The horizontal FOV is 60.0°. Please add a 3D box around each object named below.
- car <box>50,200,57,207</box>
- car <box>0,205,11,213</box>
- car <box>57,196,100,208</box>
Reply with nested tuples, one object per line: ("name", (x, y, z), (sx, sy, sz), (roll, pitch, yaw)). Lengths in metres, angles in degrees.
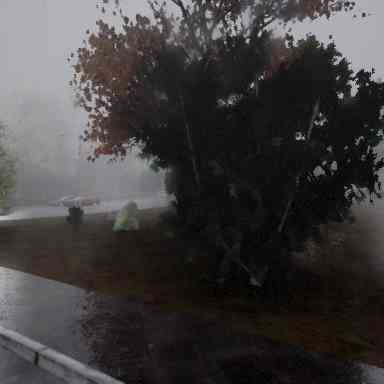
("car", (-17.135, 1.287, 45.972), (1.837, 1.490, 4.892), (0, 2, 39))
("car", (-21.715, 1.646, 34.685), (1.895, 1.301, 4.718), (0, 1, 39))
("car", (-14.523, 1.255, 43.633), (1.882, 1.535, 5.008), (0, 2, 39))
